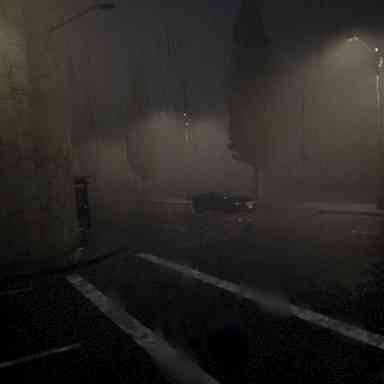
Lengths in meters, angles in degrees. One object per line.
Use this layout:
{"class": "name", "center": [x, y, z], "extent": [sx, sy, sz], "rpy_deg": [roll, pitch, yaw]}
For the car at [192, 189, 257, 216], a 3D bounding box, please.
{"class": "car", "center": [1.952, 0.588, 21.199], "extent": [2.128, 1.511, 4.902], "rpy_deg": [-6, 3, -36]}
